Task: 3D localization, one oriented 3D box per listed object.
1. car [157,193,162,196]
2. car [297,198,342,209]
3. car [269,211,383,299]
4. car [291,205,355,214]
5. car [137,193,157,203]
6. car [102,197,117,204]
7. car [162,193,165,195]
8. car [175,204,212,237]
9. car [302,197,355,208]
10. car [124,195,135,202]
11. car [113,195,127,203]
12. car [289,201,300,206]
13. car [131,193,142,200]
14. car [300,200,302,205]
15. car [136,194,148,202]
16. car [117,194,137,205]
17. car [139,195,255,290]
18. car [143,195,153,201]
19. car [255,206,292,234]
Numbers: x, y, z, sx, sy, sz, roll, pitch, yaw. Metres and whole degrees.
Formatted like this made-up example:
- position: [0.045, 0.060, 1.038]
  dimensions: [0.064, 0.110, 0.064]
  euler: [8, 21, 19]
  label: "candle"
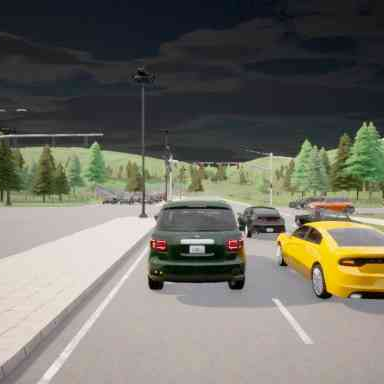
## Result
- position: [-8.115, 1.355, 69.635]
  dimensions: [2.097, 1.767, 4.553]
  euler: [0, 0, 0]
  label: "car"
- position: [17.186, 1.548, 44.981]
  dimensions: [5.357, 1.411, 2.033]
  euler: [0, 0, 1]
  label: "car"
- position: [3.586, 1.478, 8.488]
  dimensions: [1.882, 1.535, 5.008]
  euler: [0, 0, 0]
  label: "car"
- position: [7.074, 1.601, 17.887]
  dimensions: [1.895, 1.301, 4.718]
  euler: [0, 0, 0]
  label: "car"
- position: [-8.164, 1.491, 60.555]
  dimensions: [2.128, 1.511, 4.902]
  euler: [0, 0, 0]
  label: "car"
- position: [-15.154, 1.564, 61.629]
  dimensions: [1.994, 1.385, 4.181]
  euler: [0, 0, 0]
  label: "car"
- position: [-8.130, 1.552, 78.144]
  dimensions: [1.994, 1.385, 4.181]
  euler: [0, 0, 0]
  label: "car"
- position: [0.072, 1.505, 19.089]
  dimensions: [1.837, 1.490, 4.892]
  euler: [0, 0, 0]
  label: "car"
- position: [14.253, 1.351, 34.412]
  dimensions: [4.553, 1.767, 2.097]
  euler: [0, 0, 0]
  label: "car"
- position: [-15.134, 1.478, 80.690]
  dimensions: [1.882, 1.535, 5.008]
  euler: [0, 0, 0]
  label: "car"
- position: [-15.116, 1.500, 70.302]
  dimensions: [1.837, 1.490, 4.892]
  euler: [0, 0, 0]
  label: "car"
- position: [14.646, 1.506, 41.659]
  dimensions: [4.892, 1.490, 1.837]
  euler: [0, 0, 4]
  label: "car"
- position: [-15.139, 1.224, 91.232]
  dimensions: [2.150, 2.045, 5.566]
  euler: [0, 0, 0]
  label: "car"
- position: [15.215, 1.526, 37.981]
  dimensions: [4.674, 1.442, 1.812]
  euler: [0, 0, 1]
  label: "car"
- position: [-11.630, 1.355, 78.162]
  dimensions: [2.097, 1.767, 4.553]
  euler: [0, 0, 0]
  label: "car"
- position: [-11.709, 1.526, 60.205]
  dimensions: [1.812, 1.442, 4.674]
  euler: [0, 0, 1]
  label: "car"
- position: [0.088, 1.221, 9.232]
  dimensions: [2.150, 2.045, 5.566]
  euler: [0, 0, 0]
  label: "car"
- position: [-11.645, 1.552, 88.174]
  dimensions: [1.994, 1.385, 4.181]
  euler: [0, 0, 0]
  label: "car"
- position: [3.574, 1.505, 17.712]
  dimensions: [1.837, 1.490, 4.892]
  euler: [0, 0, 0]
  label: "car"
